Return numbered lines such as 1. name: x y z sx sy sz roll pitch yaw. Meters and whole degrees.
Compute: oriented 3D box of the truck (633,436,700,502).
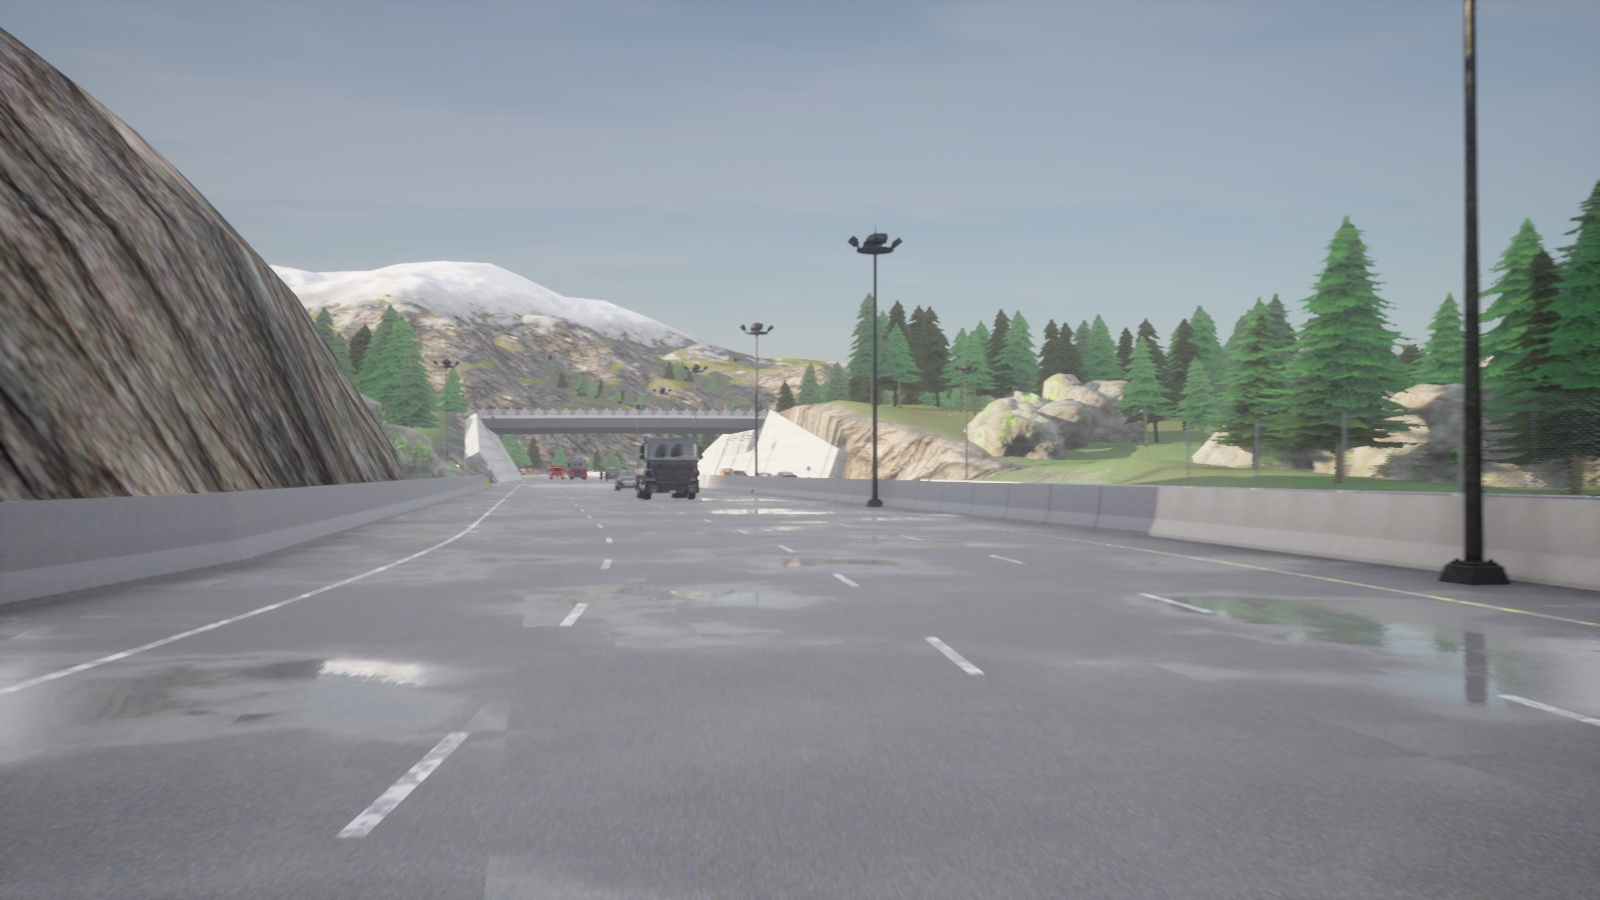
1. truck: -7.549 1.045 69.945 2.891 3.462 7.936 0 -1 -12
